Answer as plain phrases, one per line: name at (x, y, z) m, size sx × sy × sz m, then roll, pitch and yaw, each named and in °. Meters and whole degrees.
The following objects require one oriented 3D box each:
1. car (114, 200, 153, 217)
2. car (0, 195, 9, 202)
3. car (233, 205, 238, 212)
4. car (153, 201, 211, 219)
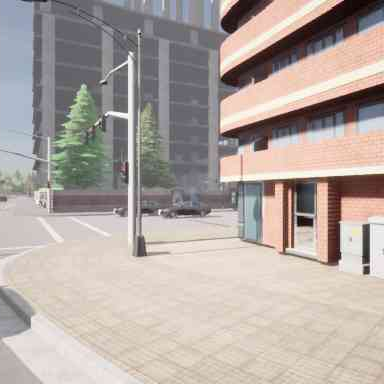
car at (-4.933, 1.547, 31.598) m, size 4.902 × 1.511 × 2.128 m, roll 0°, pitch 0°, yaw -27°
car at (-41.460, 1.500, 73.135) m, size 1.837 × 1.490 × 4.892 m, roll 0°, pitch 0°, yaw -27°
car at (6.733, 1.617, 37.422) m, size 4.181 × 1.385 × 1.994 m, roll 0°, pitch 0°, yaw -27°
car at (-0.631, 1.547, 29.835) m, size 4.902 × 1.511 × 2.128 m, roll 0°, pitch 0°, yaw -27°
